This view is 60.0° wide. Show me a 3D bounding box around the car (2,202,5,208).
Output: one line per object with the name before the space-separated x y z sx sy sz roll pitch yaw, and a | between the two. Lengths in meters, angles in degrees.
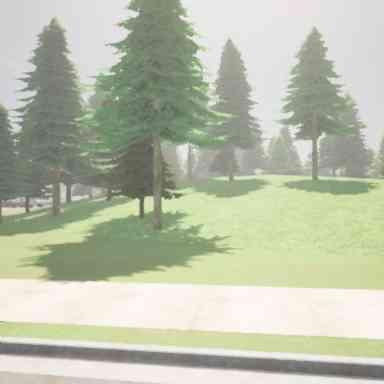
car | -35.508 2.092 63.261 2.097 1.767 4.553 -1 0 9

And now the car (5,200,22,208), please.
car | -32.044 2.244 62.750 2.033 1.411 5.357 -1 0 9

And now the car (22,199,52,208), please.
car | -28.584 1.902 62.242 2.150 2.045 5.566 -1 0 9
